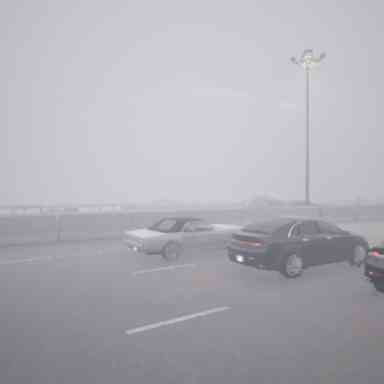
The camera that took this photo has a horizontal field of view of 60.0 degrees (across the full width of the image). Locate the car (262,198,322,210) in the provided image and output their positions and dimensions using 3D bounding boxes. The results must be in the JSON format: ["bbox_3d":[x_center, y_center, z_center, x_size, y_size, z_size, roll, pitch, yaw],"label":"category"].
[{"bbox_3d":[9.233,1.456,29.541,5.357,1.411,2.033,0,0,-26],"label":"car"}]

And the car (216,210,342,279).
[{"bbox_3d":[3.296,1.474,9.939,4.892,1.490,1.837,0,0,-32],"label":"car"}]

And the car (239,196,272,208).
[{"bbox_3d":[7.989,1.377,36.662,4.902,1.511,2.128,0,0,-26],"label":"car"}]

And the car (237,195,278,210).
[{"bbox_3d":[8.031,1.226,40.554,4.553,1.767,2.097,0,0,-25],"label":"car"}]

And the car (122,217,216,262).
[{"bbox_3d":[0.025,1.562,12.037,4.718,1.301,1.895,0,0,-33],"label":"car"}]

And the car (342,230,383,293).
[{"bbox_3d":[5.868,1.469,7.421,4.902,1.511,2.128,0,0,-32],"label":"car"}]

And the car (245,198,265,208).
[{"bbox_3d":[7.963,1.499,32.793,4.718,1.301,1.895,0,0,-26],"label":"car"}]
